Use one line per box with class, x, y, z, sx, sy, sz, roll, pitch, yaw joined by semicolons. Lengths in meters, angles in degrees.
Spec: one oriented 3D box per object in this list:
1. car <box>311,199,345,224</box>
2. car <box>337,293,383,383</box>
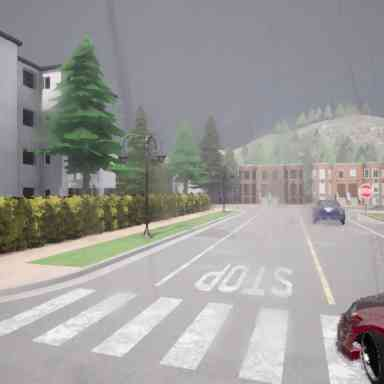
car;10.184;1.326;25.205;2.097;1.767;4.553;0;0;17
car;3.531;1.570;3.064;1.994;1.385;4.181;-1;0;-26
